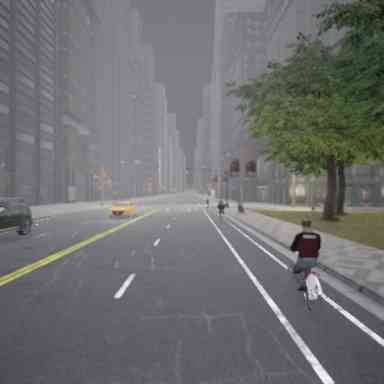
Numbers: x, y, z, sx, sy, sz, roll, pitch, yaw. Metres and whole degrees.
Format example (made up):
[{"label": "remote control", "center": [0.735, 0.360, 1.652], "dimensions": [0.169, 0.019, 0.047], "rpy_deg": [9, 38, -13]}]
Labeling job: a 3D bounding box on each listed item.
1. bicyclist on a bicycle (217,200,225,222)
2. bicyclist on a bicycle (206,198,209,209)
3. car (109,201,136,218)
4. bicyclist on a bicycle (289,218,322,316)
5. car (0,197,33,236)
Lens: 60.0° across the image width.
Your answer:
[{"label": "bicyclist on a bicycle", "center": [2.255, 1.503, 25.670], "dimensions": [0.659, 1.776, 1.843], "rpy_deg": [0, 0, 0]}, {"label": "bicyclist on a bicycle", "center": [2.257, 1.732, 47.817], "dimensions": [0.582, 1.620, 1.656], "rpy_deg": [0, -1, 0]}, {"label": "car", "center": [-6.591, 1.650, 31.990], "dimensions": [1.882, 1.535, 5.008], "rpy_deg": [0, -1, 0]}, {"label": "bicyclist on a bicycle", "center": [2.239, 1.402, 6.709], "dimensions": [0.659, 1.776, 1.843], "rpy_deg": [0, 0, 0]}, {"label": "car", "center": [-9.850, 1.300, 16.167], "dimensions": [2.150, 2.045, 5.566], "rpy_deg": [0, 0, 0]}]
